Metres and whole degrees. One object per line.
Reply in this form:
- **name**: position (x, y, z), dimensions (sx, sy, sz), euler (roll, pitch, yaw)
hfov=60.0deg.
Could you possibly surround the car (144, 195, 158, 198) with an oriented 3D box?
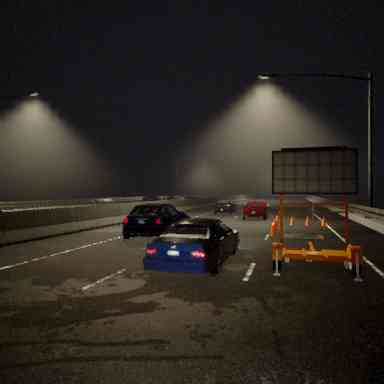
- **car**: position (-7.432, 1.326, 59.663), dimensions (2.097, 1.767, 4.553), euler (0, 0, 17)

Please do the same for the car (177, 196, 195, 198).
- **car**: position (-0.477, 1.479, 58.526), dimensions (1.837, 1.490, 4.892), euler (0, 0, 17)

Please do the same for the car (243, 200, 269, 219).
- **car**: position (5.595, 1.468, 28.793), dimensions (1.882, 1.535, 5.008), euler (0, 0, 16)

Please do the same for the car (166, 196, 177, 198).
- **car**: position (-3.748, 1.466, 59.786), dimensions (2.128, 1.511, 4.902), euler (0, 0, 17)

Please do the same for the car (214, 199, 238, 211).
- **car**: position (3.537, 1.479, 34.227), dimensions (2.128, 1.511, 4.902), euler (0, 0, 16)

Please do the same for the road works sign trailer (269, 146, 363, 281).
- **road works sign trailer**: position (3.637, 0.462, 10.017), dimensions (2.380, 3.560, 2.880), euler (0, 0, 16)

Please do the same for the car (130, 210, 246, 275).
- **car**: position (0.257, 1.545, 10.564), dimensions (2.033, 1.411, 5.357), euler (0, 0, 16)

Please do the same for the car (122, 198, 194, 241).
- **car**: position (-1.614, 1.348, 16.639), dimensions (2.097, 1.767, 4.553), euler (0, 0, 16)
